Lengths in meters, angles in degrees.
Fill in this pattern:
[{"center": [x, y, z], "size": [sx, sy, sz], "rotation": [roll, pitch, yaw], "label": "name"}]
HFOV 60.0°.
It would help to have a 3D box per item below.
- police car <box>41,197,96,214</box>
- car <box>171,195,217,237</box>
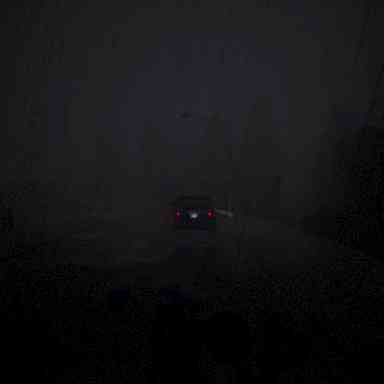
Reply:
[{"center": [-12.311, 1.323, 33.286], "size": [5.238, 1.638, 1.930], "rotation": [0, -1, 2], "label": "police car"}, {"center": [0.067, 1.166, 17.642], "size": [2.150, 2.045, 5.566], "rotation": [0, 0, -1], "label": "car"}]
